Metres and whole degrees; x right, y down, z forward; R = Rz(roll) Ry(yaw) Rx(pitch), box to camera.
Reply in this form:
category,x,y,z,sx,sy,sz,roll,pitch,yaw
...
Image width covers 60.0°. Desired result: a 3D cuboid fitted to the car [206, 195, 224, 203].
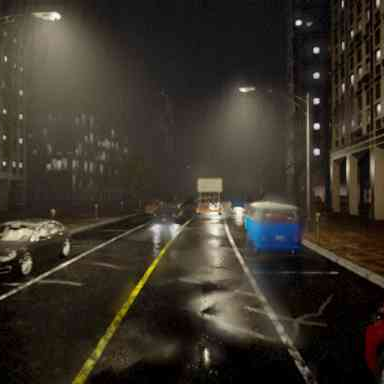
category,x,y,z,sx,sy,sz,roll,pitch,yaw
car,4.610,1.399,65.887,1.837,1.490,4.892,0,0,12

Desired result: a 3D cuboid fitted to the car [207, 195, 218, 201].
category,x,y,z,sx,sy,sz,roll,pitch,yaw
car,4.821,1.473,77.597,1.802,1.307,4.206,1,0,15

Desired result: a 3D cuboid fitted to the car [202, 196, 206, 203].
category,x,y,z,sx,sy,sz,roll,pitch,yaw
car,2.153,1.473,66.569,1.947,1.339,4.313,1,0,12

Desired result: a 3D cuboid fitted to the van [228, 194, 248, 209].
category,x,y,z,sx,sy,sz,roll,pitch,yaw
van,5.854,1.269,42.333,1.690,1.788,3.998,1,0,8

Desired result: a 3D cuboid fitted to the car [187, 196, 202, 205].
category,x,y,z,sx,sy,sz,roll,pitch,yaw
car,-0.122,1.490,55.397,1.947,1.339,4.313,1,0,10

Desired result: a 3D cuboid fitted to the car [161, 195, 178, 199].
category,x,y,z,sx,sy,sz,roll,pitch,yaw
car,-2.770,1.263,38.420,2.192,1.841,5.009,1,0,7

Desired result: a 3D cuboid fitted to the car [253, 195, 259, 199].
category,x,y,z,sx,sy,sz,roll,pitch,yaw
car,17.831,1.397,93.423,1.947,1.339,4.313,1,0,18

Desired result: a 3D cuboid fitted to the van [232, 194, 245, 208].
category,x,y,z,sx,sy,sz,roll,pitch,yaw
van,6.752,1.257,48.127,1.690,1.788,3.998,1,0,10

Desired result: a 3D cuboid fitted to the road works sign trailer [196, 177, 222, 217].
category,x,y,z,sx,sy,sz,roll,pitch,yaw
road works sign trailer,1.674,0.416,31.294,2.380,3.560,2.880,0,0,7

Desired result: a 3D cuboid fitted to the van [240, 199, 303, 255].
category,x,y,z,sx,sy,sz,roll,pitch,yaw
van,3.053,1.324,13.000,1.690,1.788,3.998,1,0,3

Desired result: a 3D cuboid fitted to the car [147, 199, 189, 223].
category,x,y,z,sx,sy,sz,roll,pitch,yaw
car,-1.676,1.511,25.382,2.033,1.411,5.357,0,0,5

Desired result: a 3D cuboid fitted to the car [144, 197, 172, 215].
category,x,y,z,sx,sy,sz,roll,pitch,yaw
car,-3.460,1.481,32.625,1.752,1.417,4.829,1,0,6

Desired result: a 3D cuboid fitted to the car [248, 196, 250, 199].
category,x,y,z,sx,sy,sz,roll,pitch,yaw
car,10.168,1.406,65.669,1.752,1.417,4.829,1,0,13

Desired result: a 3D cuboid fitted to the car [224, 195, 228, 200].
category,x,y,z,sx,sy,sz,roll,pitch,yaw
car,9.514,1.438,93.765,1.947,1.339,4.313,1,0,18

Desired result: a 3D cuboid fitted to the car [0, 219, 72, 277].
category,x,y,z,sx,sy,sz,roll,pitch,yaw
car,-5.096,1.537,10.095,2.008,1.369,4.403,1,0,2

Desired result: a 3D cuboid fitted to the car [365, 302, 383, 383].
category,x,y,z,sx,sy,sz,roll,pitch,yaw
car,2.735,1.316,1.295,2.192,1.841,5.009,1,0,1
